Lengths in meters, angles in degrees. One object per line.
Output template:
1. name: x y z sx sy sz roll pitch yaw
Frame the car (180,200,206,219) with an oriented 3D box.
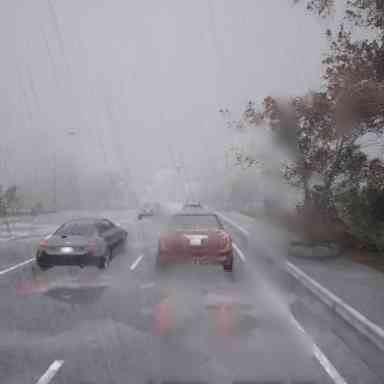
1. car: 0.089 1.536 30.061 2.128 1.511 4.902 0 -1 0

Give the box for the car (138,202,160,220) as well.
1. car: -3.411 1.564 28.362 2.033 1.411 5.357 0 -1 0

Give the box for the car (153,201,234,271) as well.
1. car: 0.095 1.332 10.942 2.097 1.767 4.553 0 0 0

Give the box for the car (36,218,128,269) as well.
1. car: -3.405 1.543 11.048 1.994 1.385 4.181 0 0 0
